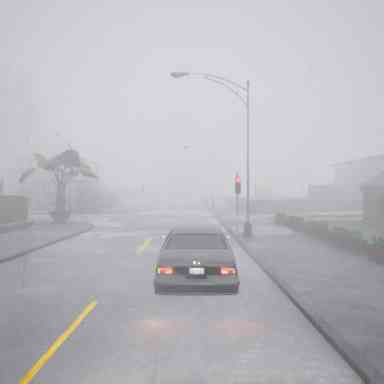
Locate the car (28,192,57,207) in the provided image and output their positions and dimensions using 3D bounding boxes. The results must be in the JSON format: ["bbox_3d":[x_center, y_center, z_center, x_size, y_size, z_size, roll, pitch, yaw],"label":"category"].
[{"bbox_3d":[-19.730,0.985,43.886,1.905,1.878,3.866,0,0,35],"label":"car"}]

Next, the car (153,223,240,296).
[{"bbox_3d":[0.103,1.547,8.835,2.033,1.411,5.357,0,0,0],"label":"car"}]
